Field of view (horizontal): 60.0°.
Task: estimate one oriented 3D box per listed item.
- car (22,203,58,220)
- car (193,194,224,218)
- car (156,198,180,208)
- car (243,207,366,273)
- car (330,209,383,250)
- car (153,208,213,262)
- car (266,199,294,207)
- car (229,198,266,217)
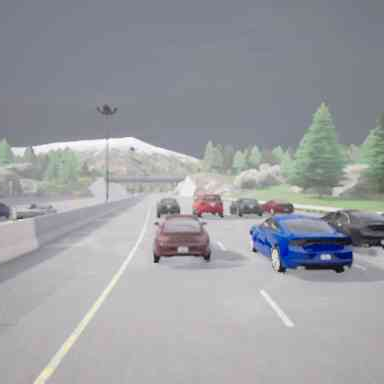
[{"bbox_3d":[-12.549,1.596,27.121,1.895,1.301,4.718,0,0,-6],"label":"car"},{"bbox_3d":[1.403,1.187,30.042,2.150,2.045,5.566,0,0,-6],"label":"car"},{"bbox_3d":[-2.218,1.323,30.875,2.097,1.767,4.553,0,0,-6],"label":"car"},{"bbox_3d":[3.187,1.460,10.718,1.882,1.535,5.008,0,0,-3],"label":"car"},{"bbox_3d":[6.483,1.478,13.834,1.837,1.490,4.892,0,0,-4],"label":"car"},{"bbox_3d":[-0.394,1.514,11.981,1.812,1.442,4.674,0,0,-3],"label":"car"},{"bbox_3d":[8.190,1.427,32.314,1.882,1.535,5.008,0,0,-6],"label":"car"},{"bbox_3d":[4.851,1.310,30.615,2.097,1.767,4.553,0,0,-6],"label":"car"}]
